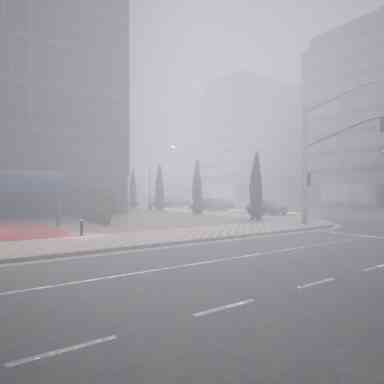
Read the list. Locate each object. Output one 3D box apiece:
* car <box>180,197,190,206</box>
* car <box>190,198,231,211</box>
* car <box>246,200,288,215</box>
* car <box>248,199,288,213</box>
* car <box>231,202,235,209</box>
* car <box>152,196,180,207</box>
[{"bbox_3d":[-1.894,1.564,53.069,1.994,1.385,4.181,0,0,-35],"label":"car"},{"bbox_3d":[2.219,1.505,41.045,1.837,1.490,4.892,0,0,-35],"label":"car"},{"bbox_3d":[7.469,1.526,33.525,1.812,1.442,4.674,0,0,-38],"label":"car"},{"bbox_3d":[8.614,1.564,37.999,1.994,1.385,4.181,0,0,-35],"label":"car"},{"bbox_3d":[3.805,1.564,44.890,1.994,1.385,4.181,0,0,-35],"label":"car"},{"bbox_3d":[-4.288,1.352,50.384,2.097,1.767,4.553,0,0,-35],"label":"car"}]
